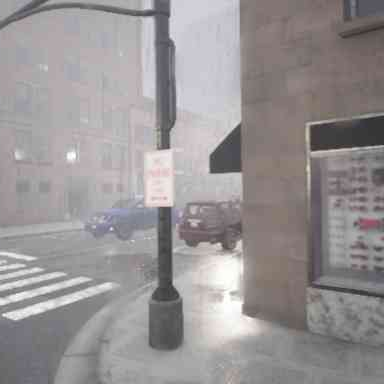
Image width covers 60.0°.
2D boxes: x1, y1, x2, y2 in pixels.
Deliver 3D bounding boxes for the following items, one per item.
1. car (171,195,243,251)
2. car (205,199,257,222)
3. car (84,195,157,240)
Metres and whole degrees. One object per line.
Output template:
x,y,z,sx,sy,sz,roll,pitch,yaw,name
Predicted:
1.464,1.215,13.772,2.192,1.841,5.009,0,0,36,car
3.161,1.383,26.038,1.837,1.490,4.892,-1,0,36,car
-2.931,1.218,17.569,2.150,2.045,5.566,-1,0,35,car
